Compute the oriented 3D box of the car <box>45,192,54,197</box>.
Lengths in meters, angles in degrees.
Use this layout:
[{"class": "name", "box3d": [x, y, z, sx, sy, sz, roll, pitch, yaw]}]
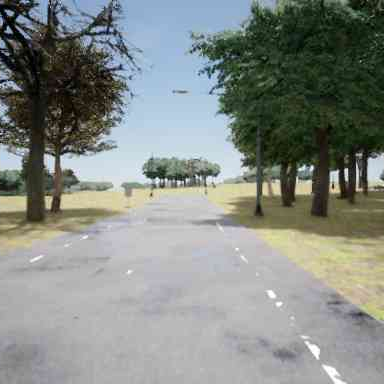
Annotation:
[{"class": "car", "box3d": [-37.561, 0.610, 86.128, 5.008, 1.535, 1.882, -1, -1, 0]}]
